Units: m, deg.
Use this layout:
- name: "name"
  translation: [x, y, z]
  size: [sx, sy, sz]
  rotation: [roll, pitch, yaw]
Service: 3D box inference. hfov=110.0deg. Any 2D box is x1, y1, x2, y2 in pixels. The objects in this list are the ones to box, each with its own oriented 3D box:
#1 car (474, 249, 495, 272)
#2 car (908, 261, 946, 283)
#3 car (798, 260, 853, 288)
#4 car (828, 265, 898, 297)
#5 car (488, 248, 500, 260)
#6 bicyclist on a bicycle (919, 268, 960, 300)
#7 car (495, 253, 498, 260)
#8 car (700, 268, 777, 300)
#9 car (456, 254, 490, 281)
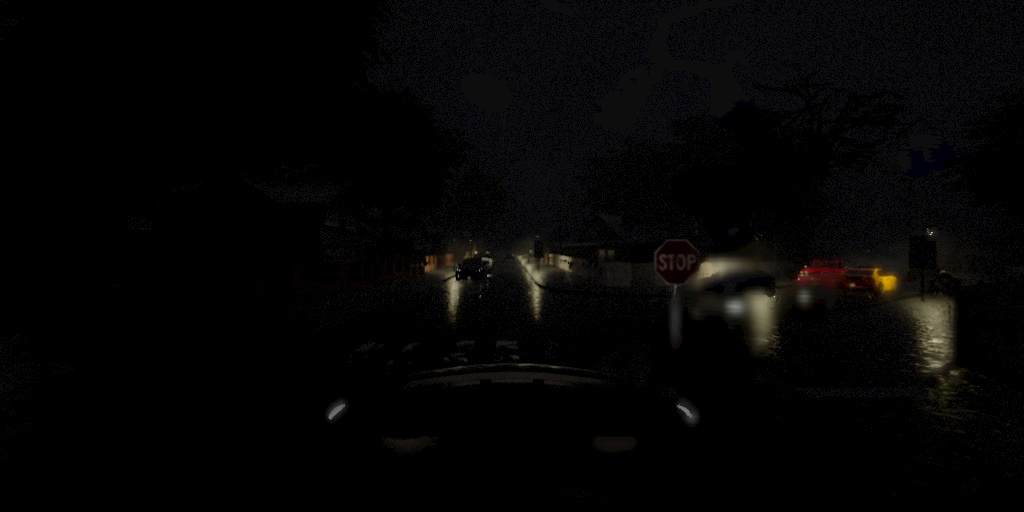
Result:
- name: "car"
  translation: [-3.189, 0.589, 37.705]
  size: [2.150, 2.045, 5.566]
  rotation: [0, 2, -1]
- name: "car"
  translation: [40.242, 1.484, 34.826]
  size: [5.566, 2.045, 2.150]
  rotation: [0, 0, -38]
- name: "car"
  translation: [22.873, 1.281, 25.891]
  size: [5.566, 2.045, 2.150]
  rotation: [1, -1, -34]
- name: "car"
  translation: [20.746, 1.476, 20.972]
  size: [5.008, 1.535, 1.882]
  rotation: [1, -1, -33]
- name: "car"
  translation: [-3.336, -0.401, 62.851]
  size: [2.150, 2.045, 5.566]
  rotation: [0, 2, -1]
- name: "bicyclist on a bicycle"
  translation: [21.842, 1.428, 18.145]
  size: [0.582, 1.620, 1.656]
  rotation: [1, -1, -33]
- name: "car"
  translation: [-3.271, 0.701, 47.814]
  size: [1.994, 1.385, 4.181]
  rotation: [0, 1, 0]
- name: "car"
  translation: [12.047, 1.403, 19.043]
  size: [5.008, 1.535, 1.882]
  rotation: [1, 0, -31]
- name: "car"
  translation: [-3.091, 0.941, 27.975]
  size: [2.097, 1.767, 4.553]
  rotation: [0, 1, -1]
